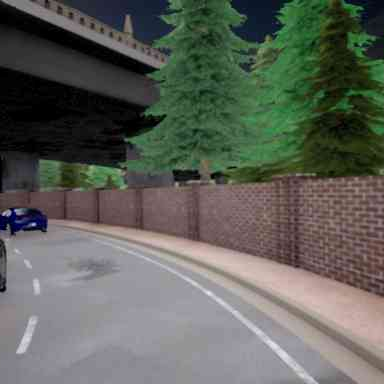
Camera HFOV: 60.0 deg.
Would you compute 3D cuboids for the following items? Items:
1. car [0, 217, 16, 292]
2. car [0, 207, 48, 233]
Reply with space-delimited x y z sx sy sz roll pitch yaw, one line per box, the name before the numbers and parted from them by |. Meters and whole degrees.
car | -5.798 1.648 8.550 2.033 1.411 5.357 -1 0 -30
car | -10.340 1.654 20.043 1.882 1.535 5.008 -1 0 -42
